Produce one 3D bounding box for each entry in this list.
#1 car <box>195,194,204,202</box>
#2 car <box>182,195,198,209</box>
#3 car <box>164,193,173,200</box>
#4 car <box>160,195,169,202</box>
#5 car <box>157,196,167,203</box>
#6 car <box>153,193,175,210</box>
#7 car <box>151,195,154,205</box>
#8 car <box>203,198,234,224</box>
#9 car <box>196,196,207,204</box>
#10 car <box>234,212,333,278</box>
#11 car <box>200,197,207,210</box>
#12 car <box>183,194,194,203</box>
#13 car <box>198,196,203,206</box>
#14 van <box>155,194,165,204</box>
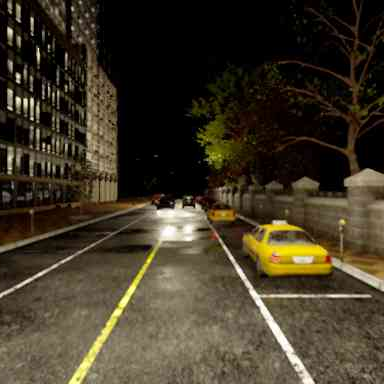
[{"bbox_3d":[1.664,1.381,76.376,1.967,1.590,4.097,0,0,-1],"label":"car"},{"bbox_3d":[-0.431,1.521,45.506,2.033,1.411,5.357,0,0,-1],"label":"car"},{"bbox_3d":[-6.455,1.237,92.956,2.192,1.841,5.009,0,0,-1],"label":"car"},{"bbox_3d":[-6.358,1.467,76.163,1.752,1.417,4.829,0,0,-1],"label":"car"},{"bbox_3d":[-6.281,1.530,70.793,1.802,1.307,4.206,0,0,-1],"label":"car"},{"bbox_3d":[-3.239,1.328,41.602,2.097,1.767,4.553,0,0,-1],"label":"car"},{"bbox_3d":[-6.122,1.276,59.712,2.192,1.841,5.009,0,0,-1],"label":"car"},{"bbox_3d":[2.068,1.446,24.537,1.801,1.575,5.366,0,0,-1],"label":"car"},{"bbox_3d":[1.824,1.536,65.277,1.802,1.307,4.206,0,0,-1],"label":"car"},{"bbox_3d":[2.539,1.522,9.960,1.752,1.417,4.829,0,0,0],"label":"car"},{"bbox_3d":[2.224,1.561,37.531,1.802,1.307,4.206,0,0,-1],"label":"car"},{"bbox_3d":[-0.757,1.313,66.653,2.097,1.767,4.553,0,0,-1],"label":"car"},{"bbox_3d":[2.144,1.540,43.080,1.947,1.339,4.313,0,0,-1],"label":"car"},{"bbox_3d":[-6.201,1.296,65.253,1.690,1.788,3.998,0,0,-1],"label":"van"}]
